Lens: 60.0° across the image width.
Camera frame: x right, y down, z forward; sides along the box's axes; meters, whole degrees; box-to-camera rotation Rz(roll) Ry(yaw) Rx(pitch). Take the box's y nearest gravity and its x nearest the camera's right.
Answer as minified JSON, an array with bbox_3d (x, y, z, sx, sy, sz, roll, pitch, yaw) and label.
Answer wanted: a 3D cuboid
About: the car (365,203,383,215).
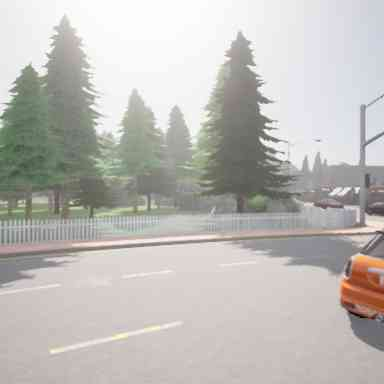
[{"bbox_3d":[19.029,1.765,32.597,1.895,1.301,4.718,0,0,-8],"label":"car"}]

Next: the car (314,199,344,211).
[{"bbox_3d":[17.589,1.653,42.881,1.882,1.535,5.008,0,0,-8],"label":"car"}]

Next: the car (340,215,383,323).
[{"bbox_3d":[4.889,1.375,5.818,4.553,1.767,2.097,0,0,-24],"label":"car"}]
